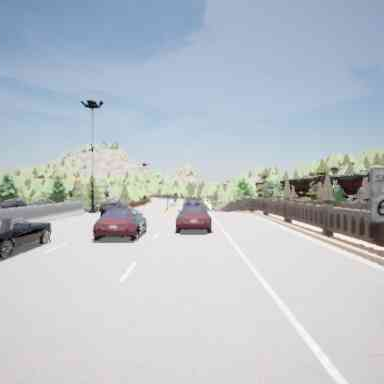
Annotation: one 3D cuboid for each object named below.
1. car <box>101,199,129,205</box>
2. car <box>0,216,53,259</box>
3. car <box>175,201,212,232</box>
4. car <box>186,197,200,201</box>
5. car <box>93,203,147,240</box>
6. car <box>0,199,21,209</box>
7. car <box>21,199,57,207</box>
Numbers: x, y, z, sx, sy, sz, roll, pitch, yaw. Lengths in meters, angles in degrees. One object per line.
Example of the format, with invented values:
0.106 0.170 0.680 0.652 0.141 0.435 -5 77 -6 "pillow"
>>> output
-6.911 1.347 30.109 2.128 1.511 4.902 0 -1 0 "car"
-6.905 1.526 12.164 1.895 1.301 4.718 0 0 0 "car"
0.093 1.447 19.067 1.994 1.385 4.181 0 0 0 "car"
0.087 1.359 36.723 2.097 1.767 4.553 0 -2 0 "car"
-3.406 1.464 16.332 1.994 1.385 4.181 0 0 0 "car"
-21.092 1.616 39.234 1.837 1.490 4.892 0 -3 0 "car"
-17.594 1.607 39.320 2.128 1.511 4.902 0 -3 0 "car"
